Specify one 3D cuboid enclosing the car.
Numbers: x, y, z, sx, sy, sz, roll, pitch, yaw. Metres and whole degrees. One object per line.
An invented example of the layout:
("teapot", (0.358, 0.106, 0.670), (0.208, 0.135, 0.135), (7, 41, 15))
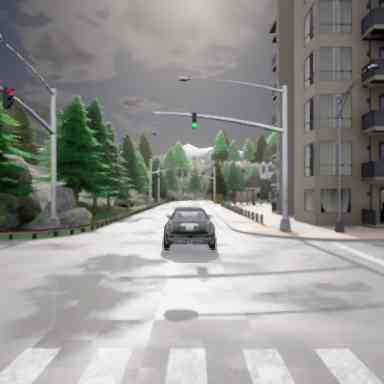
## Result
("car", (-0.106, 1.430, 15.021), (2.097, 1.767, 4.553), (0, 0, 0))
